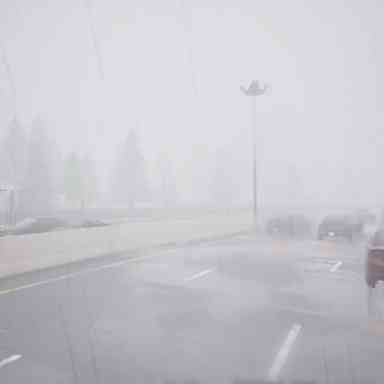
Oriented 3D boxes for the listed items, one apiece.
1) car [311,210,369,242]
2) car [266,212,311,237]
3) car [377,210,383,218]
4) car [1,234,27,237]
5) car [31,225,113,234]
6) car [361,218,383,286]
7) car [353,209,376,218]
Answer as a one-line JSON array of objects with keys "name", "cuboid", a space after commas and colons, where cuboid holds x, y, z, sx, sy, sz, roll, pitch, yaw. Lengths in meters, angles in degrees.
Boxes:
[{"name": "car", "cuboid": [9.015, 2.067, 20.004, 1.837, 1.490, 4.892, -2, -2, 37]}, {"name": "car", "cuboid": [6.697, 2.158, 22.701, 1.837, 1.490, 4.892, -2, -2, 37]}, {"name": "car", "cuboid": [20.644, 2.108, 32.709, 5.566, 2.045, 2.150, 1, -2, -43]}, {"name": "car", "cuboid": [-8.819, 2.138, 18.914, 1.812, 1.442, 4.674, -1, -2, 31]}, {"name": "car", "cuboid": [-5.745, 2.112, 17.258, 1.994, 1.385, 4.181, -1, -2, 31]}, {"name": "car", "cuboid": [6.206, 1.745, 9.703, 1.882, 1.535, 5.008, -1, -2, 30]}, {"name": "car", "cuboid": [17.518, 2.479, 34.553, 4.674, 1.442, 1.812, 1, -2, -44]}]
